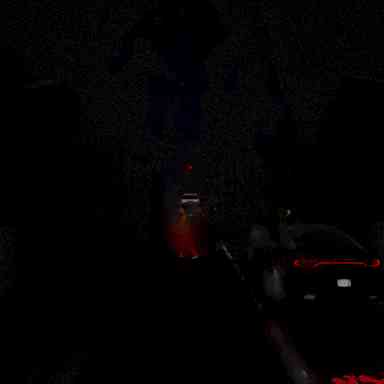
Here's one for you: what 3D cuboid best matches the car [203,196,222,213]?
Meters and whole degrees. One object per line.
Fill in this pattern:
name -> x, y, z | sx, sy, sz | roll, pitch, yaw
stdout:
car -> 2.405, 1.534, 37.220 | 2.008, 1.369, 4.403 | -1, 0, 0

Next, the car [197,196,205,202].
car -> 2.150, 1.575, 80.729 | 1.802, 1.307, 4.206 | -1, 0, 0

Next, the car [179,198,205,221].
car -> -0.102, 1.510, 27.090 | 1.812, 1.442, 4.674 | 0, 0, 0

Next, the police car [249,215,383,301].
police car -> 2.701, 1.419, 8.519 | 1.930, 1.638, 5.238 | 0, 0, 0

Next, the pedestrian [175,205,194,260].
pedestrian -> -0.240, 1.286, 10.977 | 0.375, 1.860, 0.375 | -1, 1, -10

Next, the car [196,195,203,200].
car -> 2.085, 1.542, 91.794 | 1.887, 1.381, 4.507 | -1, 0, 0

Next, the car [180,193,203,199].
car -> -0.183, 1.204, 36.839 | 2.150, 2.045, 5.566 | 0, 0, 0
